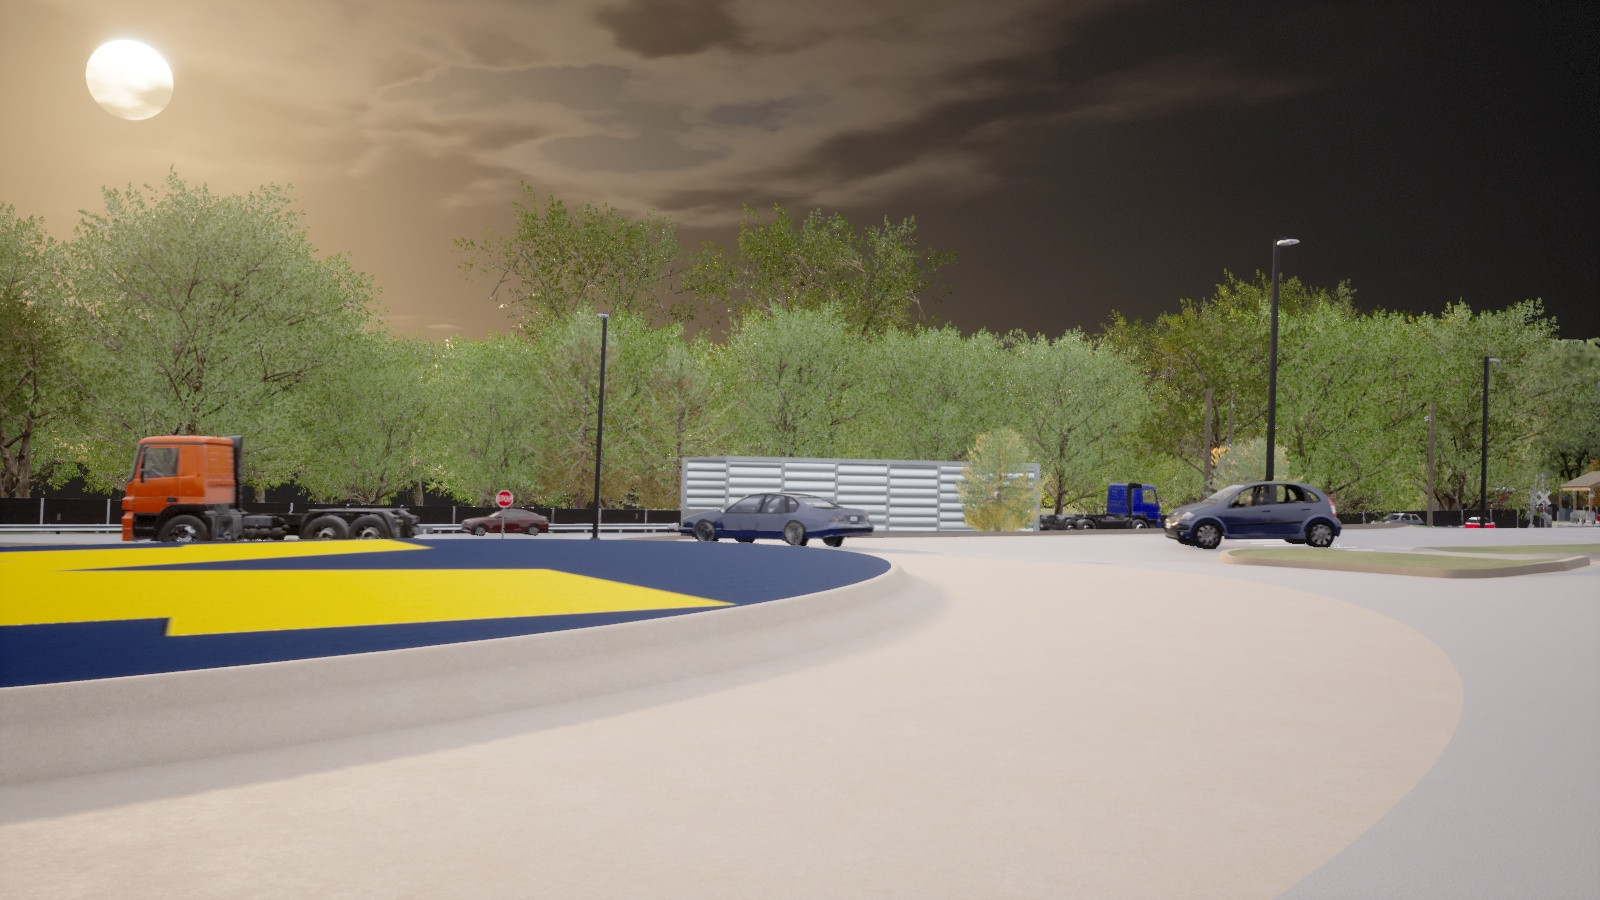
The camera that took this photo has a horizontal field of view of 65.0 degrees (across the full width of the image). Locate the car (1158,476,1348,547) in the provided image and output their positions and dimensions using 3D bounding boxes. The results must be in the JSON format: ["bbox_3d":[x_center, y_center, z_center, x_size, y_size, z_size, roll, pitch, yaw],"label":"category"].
[{"bbox_3d":[11.100,1.500,30.938,3.988,1.617,1.851,-1,-1,1],"label":"car"}]

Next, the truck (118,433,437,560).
[{"bbox_3d":[-14.837,1.352,36.237,7.936,3.462,2.891,1,-2,-5],"label":"truck"}]

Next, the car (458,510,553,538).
[{"bbox_3d":[-15.907,3.973,67.806,4.674,1.442,1.812,1,-1,-26],"label":"car"}]

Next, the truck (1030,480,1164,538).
[{"bbox_3d":[18.544,3.642,78.378,7.936,3.462,2.891,1,-1,-22],"label":"truck"}]

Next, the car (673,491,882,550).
[{"bbox_3d":[-0.659,1.829,32.950,5.357,1.411,2.033,-2,-4,37],"label":"car"}]
